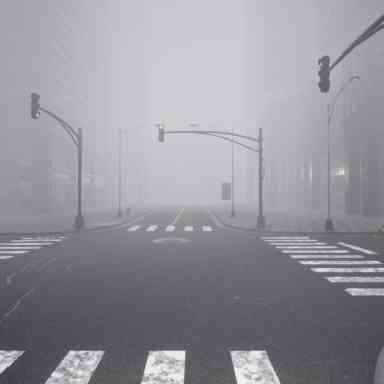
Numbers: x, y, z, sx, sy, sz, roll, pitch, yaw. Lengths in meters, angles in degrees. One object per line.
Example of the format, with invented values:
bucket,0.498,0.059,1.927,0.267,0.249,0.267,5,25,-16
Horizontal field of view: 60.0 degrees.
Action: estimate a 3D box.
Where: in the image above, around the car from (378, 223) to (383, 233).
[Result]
car,11.754,1.564,16.231,4.829,1.417,1.752,0,-1,0
